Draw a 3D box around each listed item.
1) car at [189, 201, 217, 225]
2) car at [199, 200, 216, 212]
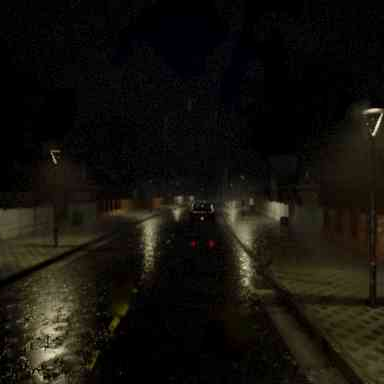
[{"bbox_3d":[0.812,1.573,24.636,2.128,1.511,4.902,0,0,3],"label":"car"},{"bbox_3d":[2.030,1.750,42.045,1.895,1.301,4.718,0,0,5],"label":"car"}]
